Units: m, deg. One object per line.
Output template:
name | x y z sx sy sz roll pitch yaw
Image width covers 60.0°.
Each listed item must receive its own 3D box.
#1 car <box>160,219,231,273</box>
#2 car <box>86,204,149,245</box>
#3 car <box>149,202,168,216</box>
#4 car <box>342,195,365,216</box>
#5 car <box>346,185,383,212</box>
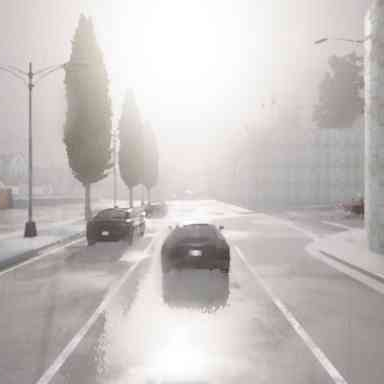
car | 0.122 1.566 10.750 1.994 1.385 4.181 0 0 1
car | -3.406 1.478 15.564 1.882 1.535 5.008 0 0 0
car | -3.413 1.596 32.655 1.895 1.301 4.718 0 -1 0
car | 12.923 0.843 22.625 4.718 1.301 1.895 -6 0 4
car | 14.865 0.372 26.042 4.553 1.767 2.097 -6 0 1
